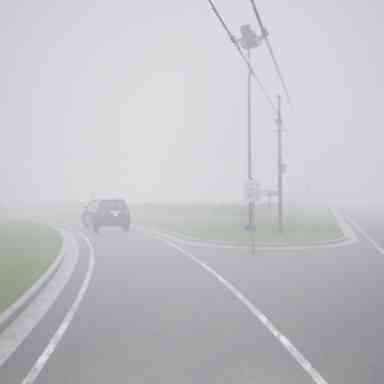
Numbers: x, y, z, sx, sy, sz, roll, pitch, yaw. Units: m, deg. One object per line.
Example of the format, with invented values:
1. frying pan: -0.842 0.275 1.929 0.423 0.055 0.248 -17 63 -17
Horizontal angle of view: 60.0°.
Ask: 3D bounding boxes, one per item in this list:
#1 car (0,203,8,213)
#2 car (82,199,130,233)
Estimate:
1. car: -26.902 2.142 45.810 1.994 1.385 4.181 0 -1 -44
2. car: -5.695 1.452 21.726 2.150 2.045 5.566 0 -1 -27
